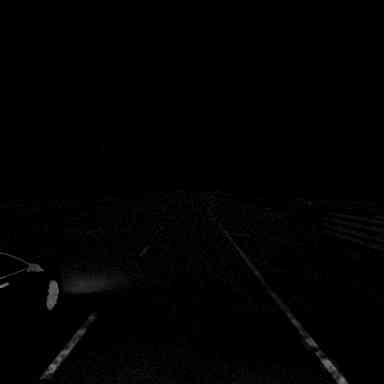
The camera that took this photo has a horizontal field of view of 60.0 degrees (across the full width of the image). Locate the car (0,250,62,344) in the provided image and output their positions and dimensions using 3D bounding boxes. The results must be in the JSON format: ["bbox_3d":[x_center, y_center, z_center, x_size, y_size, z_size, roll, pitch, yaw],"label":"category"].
[{"bbox_3d":[-3.400,1.472,4.455,1.837,1.490,4.892,0,0,0],"label":"car"}]

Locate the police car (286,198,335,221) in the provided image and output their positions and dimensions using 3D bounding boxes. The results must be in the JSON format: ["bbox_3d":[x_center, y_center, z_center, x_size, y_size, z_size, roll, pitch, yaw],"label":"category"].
[{"bbox_3d":[9.183,1.294,26.442,1.930,1.638,5.238,0,0,-11],"label":"police car"}]
